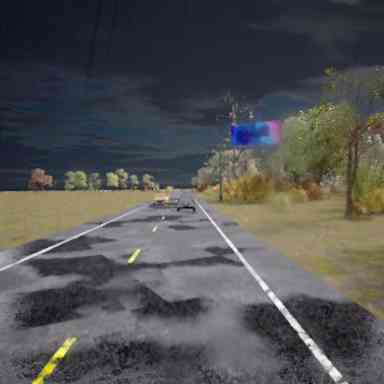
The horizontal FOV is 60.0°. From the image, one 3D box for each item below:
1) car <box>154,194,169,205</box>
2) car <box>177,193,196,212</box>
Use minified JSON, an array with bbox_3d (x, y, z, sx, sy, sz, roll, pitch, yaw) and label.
[{"bbox_3d":[-4.365,1.017,47.512,1.882,1.535,5.008,-1,1,-1],"label":"car"},{"bbox_3d":[-0.569,1.166,33.477,2.033,1.411,5.357,-1,1,0],"label":"car"}]
